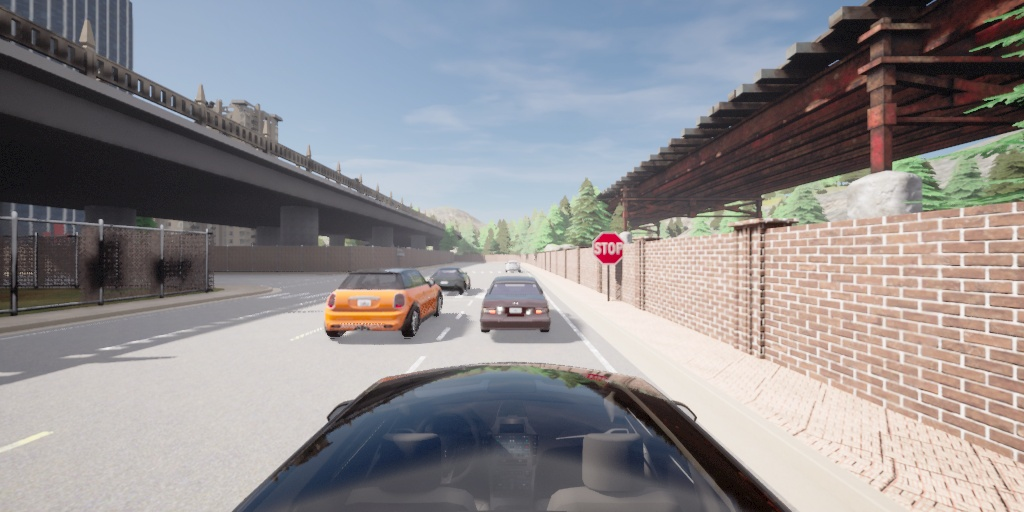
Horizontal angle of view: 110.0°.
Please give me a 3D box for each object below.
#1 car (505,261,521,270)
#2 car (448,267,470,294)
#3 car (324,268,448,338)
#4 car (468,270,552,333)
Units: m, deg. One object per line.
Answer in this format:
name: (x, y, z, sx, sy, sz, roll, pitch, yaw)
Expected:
car: (0.118, 1.321, 45.238, 1.812, 1.442, 4.674, 0, 0, -1)
car: (-3.499, 1.333, 20.359, 1.994, 1.385, 4.181, 0, 0, -1)
car: (-3.417, 1.112, 10.418, 2.097, 1.767, 4.553, 0, 0, 0)
car: (0.084, 1.307, 10.781, 2.033, 1.411, 5.357, 0, 0, 0)
